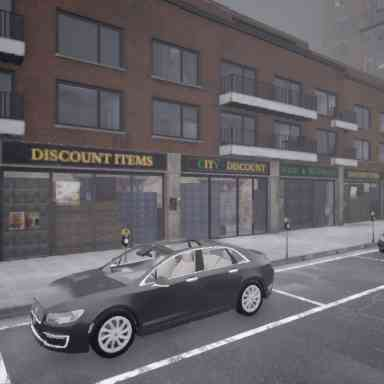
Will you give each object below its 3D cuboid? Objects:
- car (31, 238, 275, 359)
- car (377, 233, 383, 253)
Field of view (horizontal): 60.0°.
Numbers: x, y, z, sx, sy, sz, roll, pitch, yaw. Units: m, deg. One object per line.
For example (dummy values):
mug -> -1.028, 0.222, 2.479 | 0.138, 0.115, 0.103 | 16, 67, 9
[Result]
car -> -0.418, 1.551, 5.893 | 4.403, 1.369, 2.008 | 0, 0, -36
car -> 8.559, 1.582, 12.315 | 4.206, 1.307, 1.802 | 0, 0, -36
